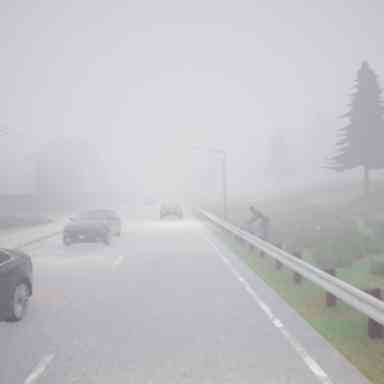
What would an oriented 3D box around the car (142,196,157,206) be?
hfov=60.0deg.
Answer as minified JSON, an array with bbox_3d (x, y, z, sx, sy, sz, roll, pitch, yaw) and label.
[{"bbox_3d":[-7.457,1.565,56.945,1.882,1.535,5.008,-1,0,-3],"label":"car"}]

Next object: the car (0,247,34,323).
[{"bbox_3d":[-3.830,1.551,4.466,2.128,1.511,4.902,-1,0,-4],"label":"car"}]

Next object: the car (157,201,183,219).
[{"bbox_3d":[-1.838,1.614,28.933,1.895,1.301,4.718,-1,0,-4],"label":"car"}]

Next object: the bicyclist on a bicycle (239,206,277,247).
[{"bbox_3d":[2.620,1.354,13.227,1.656,1.620,0.582,-7,0,-4],"label":"bicyclist on a bicycle"}]

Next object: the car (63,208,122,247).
[{"bbox_3d":[-4.579,1.543,15.861,1.882,1.535,5.008,-1,0,-3],"label":"car"}]
